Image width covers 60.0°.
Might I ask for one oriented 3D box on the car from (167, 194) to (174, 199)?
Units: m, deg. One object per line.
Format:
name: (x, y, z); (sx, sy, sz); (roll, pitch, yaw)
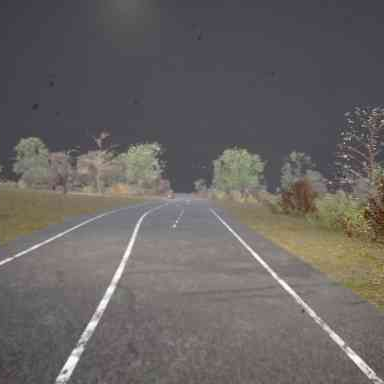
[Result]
car: (-5.959, 1.351, 94.415); (2.033, 1.411, 5.357); (2, 0, 0)
